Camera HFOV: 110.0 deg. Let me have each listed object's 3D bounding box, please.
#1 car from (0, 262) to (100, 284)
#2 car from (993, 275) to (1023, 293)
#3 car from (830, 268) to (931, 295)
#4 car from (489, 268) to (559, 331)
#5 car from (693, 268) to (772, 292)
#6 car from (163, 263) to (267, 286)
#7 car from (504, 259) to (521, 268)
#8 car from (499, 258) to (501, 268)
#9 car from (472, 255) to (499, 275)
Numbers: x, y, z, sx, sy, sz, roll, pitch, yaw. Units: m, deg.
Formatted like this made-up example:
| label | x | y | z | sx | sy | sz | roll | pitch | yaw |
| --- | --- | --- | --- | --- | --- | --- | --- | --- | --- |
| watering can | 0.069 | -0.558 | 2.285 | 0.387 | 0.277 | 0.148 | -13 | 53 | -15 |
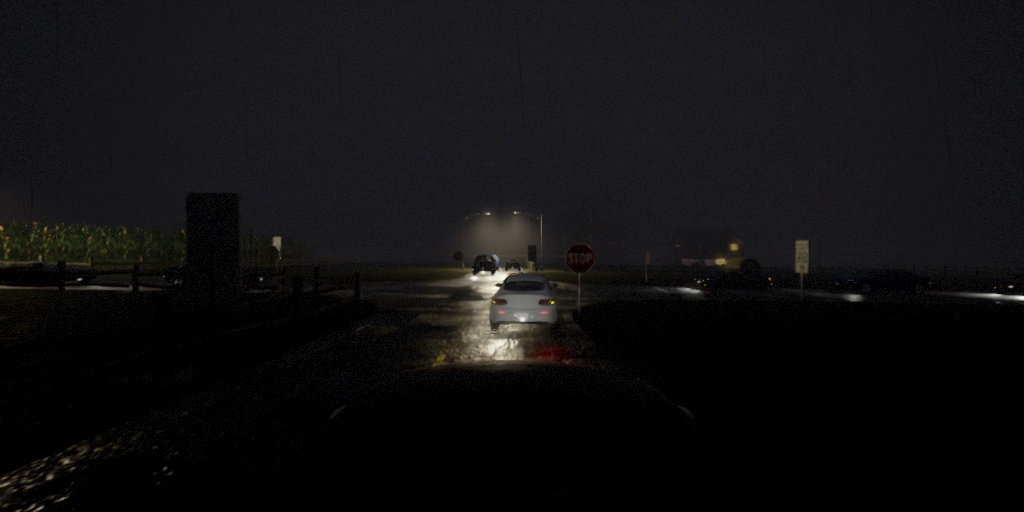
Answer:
| label | x | y | z | sx | sy | sz | roll | pitch | yaw |
| --- | --- | --- | --- | --- | --- | --- | --- | --- | --- |
| car | -26.318 | 0.968 | 20.056 | 4.718 | 1.301 | 1.895 | 1 | 1 | 1 |
| car | 32.604 | 1.731 | 21.976 | 4.181 | 1.385 | 1.994 | 1 | 1 | 1 |
| car | 22.643 | 1.494 | 22.153 | 5.008 | 1.535 | 1.882 | 1 | 1 | 1 |
| car | 0.430 | 1.253 | 10.830 | 1.812 | 1.442 | 4.674 | 0 | 0 | 4 |
| car | 13.653 | 1.449 | 22.304 | 4.181 | 1.385 | 1.994 | 1 | 1 | 1 |
| car | -16.377 | 0.998 | 19.914 | 4.902 | 1.511 | 2.128 | 1 | 1 | 0 |
| car | 0.094 | 1.136 | 46.909 | 1.837 | 1.490 | 4.892 | 0 | 0 | 0 |
| car | -2.838 | 0.850 | 48.181 | 2.150 | 2.045 | 5.566 | 0 | 0 | 0 |
| car | -2.843 | 0.877 | 37.671 | 2.150 | 2.045 | 5.566 | 0 | 0 | 0 |
